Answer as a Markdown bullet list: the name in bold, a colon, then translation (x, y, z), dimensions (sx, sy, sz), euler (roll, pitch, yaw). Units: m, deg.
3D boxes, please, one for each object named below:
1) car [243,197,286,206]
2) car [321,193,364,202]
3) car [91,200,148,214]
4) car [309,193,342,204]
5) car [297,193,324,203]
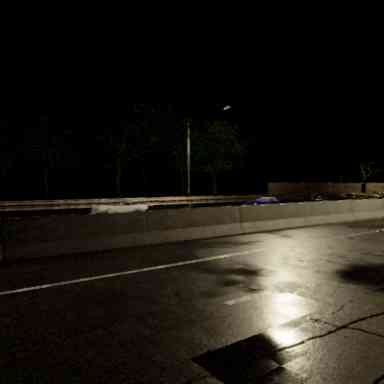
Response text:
- **car**: translation (7.679, 1.230, 35.241), dimensions (4.718, 1.301, 1.895), euler (-1, 1, -35)
- **car**: translation (14.871, 1.083, 31.760), dimensions (4.892, 1.490, 1.837), euler (-1, 1, -35)
- **car**: translation (-6.408, 1.433, 29.510), dimensions (4.718, 1.301, 1.895), euler (-1, 1, -35)
- **car**: translation (19.212, 0.891, 47.681), dimensions (5.008, 1.535, 1.882), euler (-1, 1, -35)
- **car**: translation (12.865, 1.083, 34.627), dimensions (4.892, 1.490, 1.837), euler (-1, 1, -35)
